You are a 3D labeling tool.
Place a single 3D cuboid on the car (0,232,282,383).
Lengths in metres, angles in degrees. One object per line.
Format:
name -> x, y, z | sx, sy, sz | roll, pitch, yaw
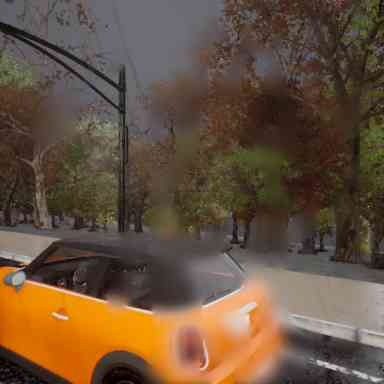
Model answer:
car -> -1.223, 1.351, 4.569 | 4.553, 1.767, 2.097 | 0, 0, 36
